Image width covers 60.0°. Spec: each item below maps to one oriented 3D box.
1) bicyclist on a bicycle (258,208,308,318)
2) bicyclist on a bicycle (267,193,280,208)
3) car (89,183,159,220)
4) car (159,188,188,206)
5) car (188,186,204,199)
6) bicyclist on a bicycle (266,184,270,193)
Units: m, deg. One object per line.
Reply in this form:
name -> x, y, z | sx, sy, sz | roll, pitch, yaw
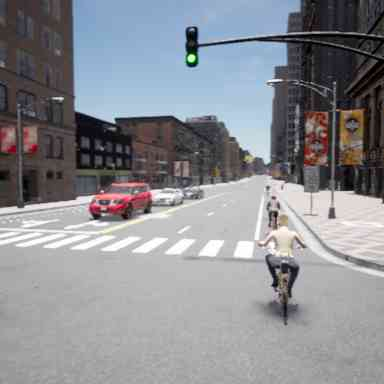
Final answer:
bicyclist on a bicycle -> 1.582, 1.183, 5.765 | 0.866, 1.612, 1.509 | 0, 1, 12
bicyclist on a bicycle -> 3.250, 0.982, 13.238 | 0.582, 1.620, 1.656 | 1, 2, 13
car -> -4.162, 0.465, 20.597 | 2.150, 2.045, 5.566 | 1, 2, 13
car -> -2.046, 0.442, 30.032 | 1.812, 1.442, 4.674 | 1, 2, 13
car -> 0.226, 0.056, 40.141 | 2.128, 1.511, 4.902 | 1, 2, 13
bicyclist on a bicycle -> 10.943, -0.302, 47.764 | 0.659, 1.776, 1.843 | 1, 2, 13
